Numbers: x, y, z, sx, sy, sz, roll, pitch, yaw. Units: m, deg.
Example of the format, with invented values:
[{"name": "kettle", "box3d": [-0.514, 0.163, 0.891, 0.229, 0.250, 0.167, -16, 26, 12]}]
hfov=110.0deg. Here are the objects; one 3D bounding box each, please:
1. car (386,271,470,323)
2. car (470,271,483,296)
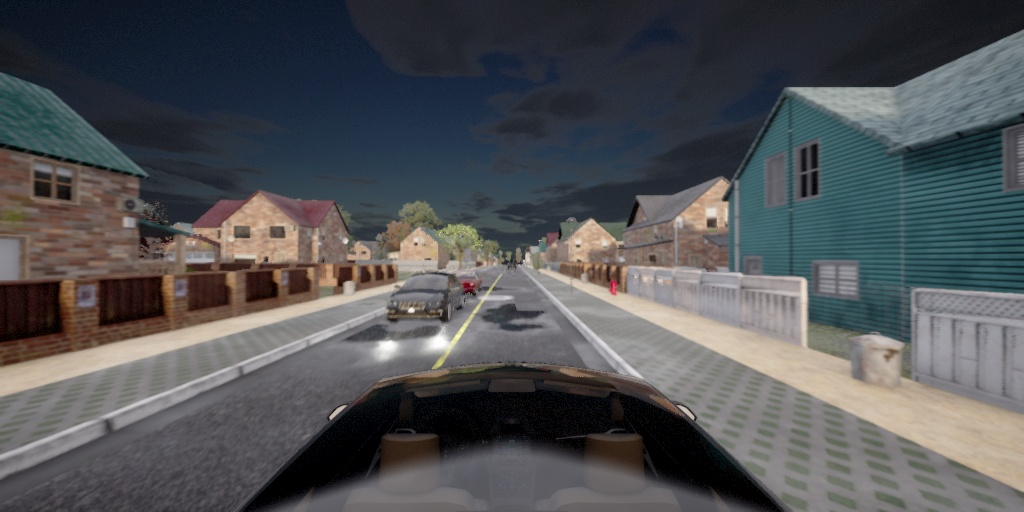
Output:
[{"name": "car", "box3d": [-2.804, 1.323, 12.491, 1.837, 1.490, 4.892, 0, -1, 0]}, {"name": "car", "box3d": [-2.748, 1.525, 20.255, 1.895, 1.301, 4.718, 0, 0, 0]}]
